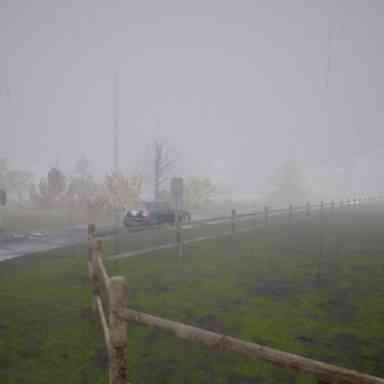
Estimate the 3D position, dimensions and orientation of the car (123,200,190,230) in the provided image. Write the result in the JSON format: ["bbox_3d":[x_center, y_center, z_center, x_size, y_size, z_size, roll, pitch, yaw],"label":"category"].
[{"bbox_3d":[-2.058,1.299,20.815,2.097,1.767,4.553,0,0,36],"label":"car"}]
